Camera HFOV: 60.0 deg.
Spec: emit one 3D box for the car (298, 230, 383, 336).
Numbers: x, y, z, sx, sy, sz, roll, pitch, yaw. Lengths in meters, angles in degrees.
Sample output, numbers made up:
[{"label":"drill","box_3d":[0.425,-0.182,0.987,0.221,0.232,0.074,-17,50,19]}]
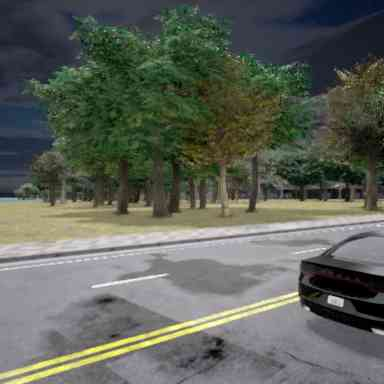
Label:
[{"label":"car","box_3d":[4.158,1.481,6.405,5.008,1.535,1.882,0,0,-35]}]
